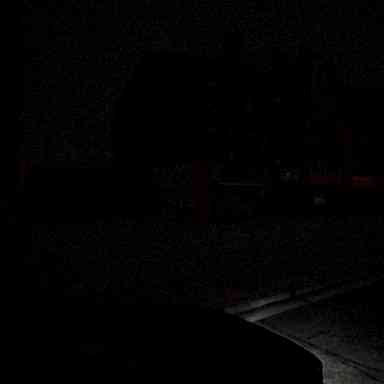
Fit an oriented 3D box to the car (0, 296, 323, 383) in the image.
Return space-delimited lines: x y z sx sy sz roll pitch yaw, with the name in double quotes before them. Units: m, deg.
"car" -1.335 1.547 2.210 5.357 1.411 2.033 0 0 -35
